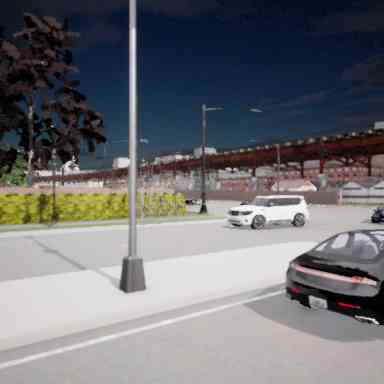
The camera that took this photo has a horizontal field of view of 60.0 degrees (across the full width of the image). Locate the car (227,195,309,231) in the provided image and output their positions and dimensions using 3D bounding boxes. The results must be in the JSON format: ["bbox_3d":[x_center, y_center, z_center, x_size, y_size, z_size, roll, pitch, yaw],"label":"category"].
[{"bbox_3d":[4.878,1.223,20.968,5.566,2.045,2.150,0,0,-29],"label":"car"}]

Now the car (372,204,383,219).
[{"bbox_3d":[14.589,1.550,24.278,2.033,1.411,5.357,0,0,37],"label":"car"}]

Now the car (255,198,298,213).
[{"bbox_3d":[9.645,1.530,38.242,1.812,1.442,4.674,0,0,-36],"label":"car"}]

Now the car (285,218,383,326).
[{"bbox_3d":[3.921,1.492,6.544,4.902,1.511,2.128,0,0,-35],"label":"car"}]

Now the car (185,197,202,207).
[{"bbox_3d":[-0.395,1.472,52.453,2.128,1.511,4.902,0,0,-35],"label":"car"}]

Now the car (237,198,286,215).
[{"bbox_3d":[7.323,1.493,35.464,2.128,1.511,4.902,0,0,-35],"label":"car"}]
